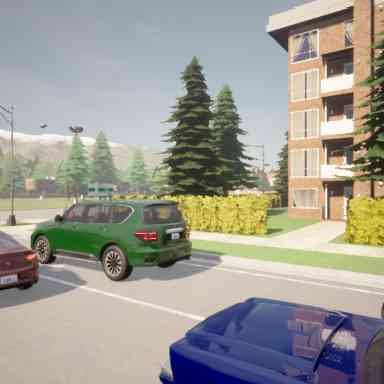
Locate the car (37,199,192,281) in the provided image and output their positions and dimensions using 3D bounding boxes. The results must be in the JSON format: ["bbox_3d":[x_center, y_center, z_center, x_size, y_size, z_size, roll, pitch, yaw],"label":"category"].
[{"bbox_3d":[-2.599,1.221,10.083,5.566,2.045,2.150,0,0,36],"label":"car"}]

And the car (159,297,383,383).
[{"bbox_3d":[2.036,1.601,2.543,4.718,1.301,1.895,0,0,35],"label":"car"}]

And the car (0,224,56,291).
[{"bbox_3d":[-5.403,1.526,7.790,4.674,1.442,1.812,0,0,36],"label":"car"}]

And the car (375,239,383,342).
[{"bbox_3d":[5.073,1.564,4.678,4.181,1.385,1.994,0,0,35],"label":"car"}]
